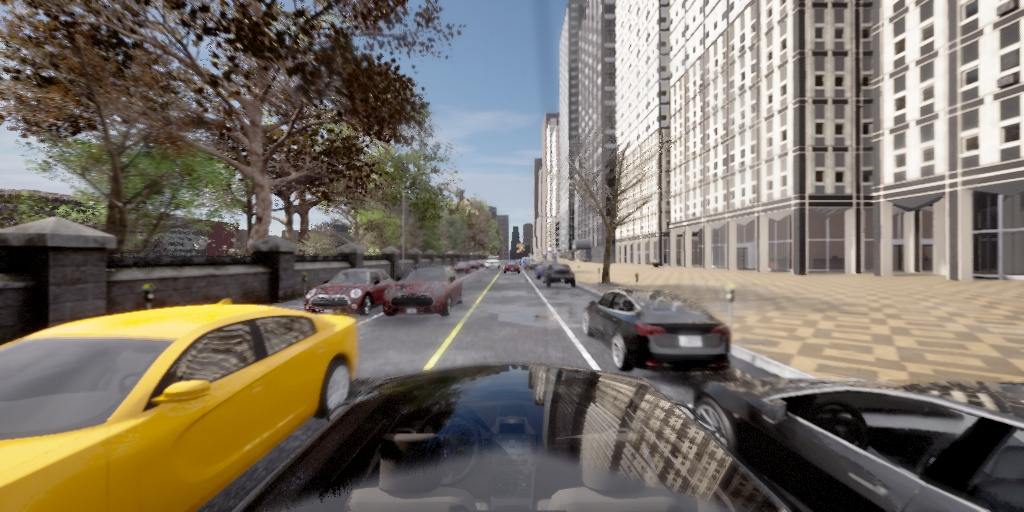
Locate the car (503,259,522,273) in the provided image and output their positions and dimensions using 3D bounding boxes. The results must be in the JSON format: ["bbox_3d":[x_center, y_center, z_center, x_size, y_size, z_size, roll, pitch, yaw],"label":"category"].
[{"bbox_3d":[0.021,1.321,43.437,1.812,1.442,4.674,0,0,0],"label":"car"}]

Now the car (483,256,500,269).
[{"bbox_3d":[-3.057,1.035,57.614,2.150,2.045,5.566,0,0,1],"label":"car"}]

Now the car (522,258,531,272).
[{"bbox_3d":[2.684,1.347,46.904,2.007,1.370,4.403,0,0,0],"label":"car"}]

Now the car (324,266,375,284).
[{"bbox_3d":[-5.693,1.198,13.110,1.967,1.591,4.097,0,0,0],"label":"car"}]

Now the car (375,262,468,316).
[{"bbox_3d":[-3.090,1.110,13.317,2.097,1.767,4.553,0,0,0],"label":"car"}]

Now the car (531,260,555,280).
[{"bbox_3d":[3.110,1.129,31.496,2.097,1.767,4.553,0,0,0],"label":"car"}]

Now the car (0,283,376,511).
[{"bbox_3d":[-3.102,1.229,3.060,1.882,1.535,5.008,0,0,0],"label":"car"}]

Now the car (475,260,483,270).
[{"bbox_3d":[-5.697,1.350,52.535,1.888,1.381,4.507,0,0,0],"label":"car"}]

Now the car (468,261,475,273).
[{"bbox_3d":[-5.696,1.334,41.271,1.888,1.381,4.507,0,0,0],"label":"car"}]

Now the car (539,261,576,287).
[{"bbox_3d":[3.142,1.272,24.526,1.837,1.490,4.892,0,0,0],"label":"car"}]

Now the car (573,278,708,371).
[{"bbox_3d":[2.688,1.319,7.478,1.948,1.339,4.313,0,0,0],"label":"car"}]

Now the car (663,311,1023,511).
[{"bbox_3d":[2.688,1.316,1.846,1.948,1.339,4.313,0,0,0],"label":"car"}]
